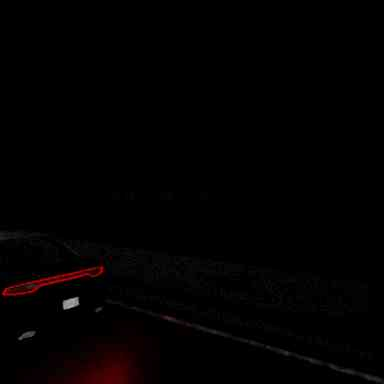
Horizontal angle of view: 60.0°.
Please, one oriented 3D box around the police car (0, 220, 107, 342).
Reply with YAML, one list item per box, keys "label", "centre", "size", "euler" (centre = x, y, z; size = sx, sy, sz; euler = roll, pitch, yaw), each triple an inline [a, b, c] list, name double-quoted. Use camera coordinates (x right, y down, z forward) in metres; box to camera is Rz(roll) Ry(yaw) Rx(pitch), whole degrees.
- label: "police car"
  centre: [-3.852, 1.388, 6.311]
  size: [5.238, 1.638, 1.930]
  euler: [0, 0, 36]
